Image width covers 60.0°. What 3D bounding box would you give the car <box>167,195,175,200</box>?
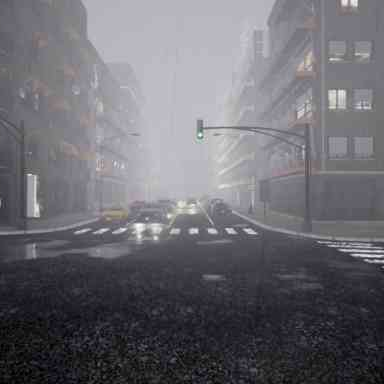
[{"bbox_3d":[-5.793,1.586,91.647,2.008,1.369,4.403,1,0,0],"label":"car"}]

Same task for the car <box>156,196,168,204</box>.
[{"bbox_3d":[-5.761,1.571,64.030,2.008,1.369,4.403,1,0,0],"label":"car"}]

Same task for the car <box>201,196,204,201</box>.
[{"bbox_3d":[2.640,1.595,47.456,1.802,1.307,4.206,1,0,0],"label":"car"}]

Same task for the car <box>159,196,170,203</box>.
[{"bbox_3d":[-5.767,1.568,69.554,1.887,1.381,4.507,1,0,0],"label":"car"}]

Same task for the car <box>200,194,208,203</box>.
[{"bbox_3d":[2.616,1.338,69.550,2.192,1.841,5.009,1,0,0],"label":"car"}]

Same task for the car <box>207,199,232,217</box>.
[{"bbox_3d":[2.660,1.552,30.885,1.887,1.381,4.507,1,0,0],"label":"car"}]

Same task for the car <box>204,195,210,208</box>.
[{"bbox_3d":[2.654,1.449,36.409,1.967,1.590,4.097,1,0,0],"label":"car"}]

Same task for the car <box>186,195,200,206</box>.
[{"bbox_3d":[-0.067,1.564,56.726,2.033,1.411,5.357,0,0,0],"label":"car"}]

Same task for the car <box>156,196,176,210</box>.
[{"bbox_3d":[-3.137,1.535,36.995,1.812,1.442,4.674,0,0,0],"label":"car"}]

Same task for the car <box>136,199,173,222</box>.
[{"bbox_3d":[-3.101,1.554,26.887,2.033,1.411,5.357,0,0,4],"label":"car"}]

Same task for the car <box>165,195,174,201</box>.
[{"bbox_3d":[-5.786,1.557,85.953,1.752,1.417,4.829,1,0,0],"label":"car"}]

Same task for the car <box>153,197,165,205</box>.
[{"bbox_3d":[-5.754,1.543,58.337,1.752,1.417,4.829,1,0,0],"label":"car"}]

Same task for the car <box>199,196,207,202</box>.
[{"bbox_3d":[2.601,1.595,80.596,1.947,1.339,4.313,1,0,0],"label":"car"}]

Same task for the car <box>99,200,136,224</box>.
[{"bbox_3d":[-5.713,1.531,25.196,1.752,1.417,4.829,1,0,0],"label":"car"}]

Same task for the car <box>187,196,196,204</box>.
[{"bbox_3d":[-0.081,1.547,67.148,1.812,1.442,4.674,0,0,0],"label":"car"}]

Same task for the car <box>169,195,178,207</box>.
[{"bbox_3d":[-3.150,1.561,51.089,2.033,1.411,5.357,0,0,0],"label":"car"}]
